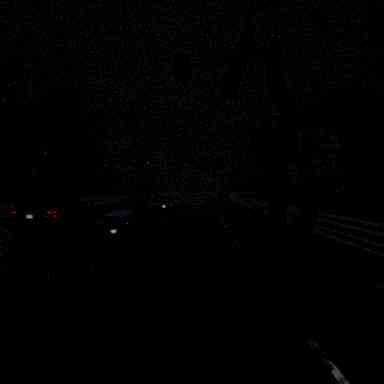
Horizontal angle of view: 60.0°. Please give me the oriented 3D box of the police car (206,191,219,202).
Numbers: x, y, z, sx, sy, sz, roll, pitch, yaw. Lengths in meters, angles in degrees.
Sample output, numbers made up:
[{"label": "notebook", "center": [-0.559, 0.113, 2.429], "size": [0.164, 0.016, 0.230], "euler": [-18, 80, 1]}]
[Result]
[{"label": "police car", "center": [3.606, 1.024, 61.254], "size": [1.930, 1.638, 5.238], "euler": [0, 0, 5]}]

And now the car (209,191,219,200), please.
[{"label": "car", "center": [5.039, 0.738, 76.907], "size": [2.150, 2.045, 5.566], "euler": [0, 0, 6]}]

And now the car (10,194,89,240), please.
[{"label": "car", "center": [-6.677, 1.098, 16.471], "size": [2.150, 2.045, 5.566], "euler": [0, 0, 1]}]

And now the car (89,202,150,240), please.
[{"label": "car", "center": [-3.184, 1.407, 16.009], "size": [1.812, 1.442, 4.674], "euler": [0, 0, 1]}]

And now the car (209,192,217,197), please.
[{"label": "car", "center": [6.009, 0.759, 95.127], "size": [1.812, 1.442, 4.674], "euler": [0, 0, 7]}]

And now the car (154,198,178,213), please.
[{"label": "car", "center": [-2.583, 1.329, 33.572], "size": [1.994, 1.385, 4.181], "euler": [0, 0, 3]}]

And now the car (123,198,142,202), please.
[{"label": "car", "center": [-6.078, 1.325, 33.779], "size": [1.994, 1.385, 4.181], "euler": [0, 0, 3]}]
